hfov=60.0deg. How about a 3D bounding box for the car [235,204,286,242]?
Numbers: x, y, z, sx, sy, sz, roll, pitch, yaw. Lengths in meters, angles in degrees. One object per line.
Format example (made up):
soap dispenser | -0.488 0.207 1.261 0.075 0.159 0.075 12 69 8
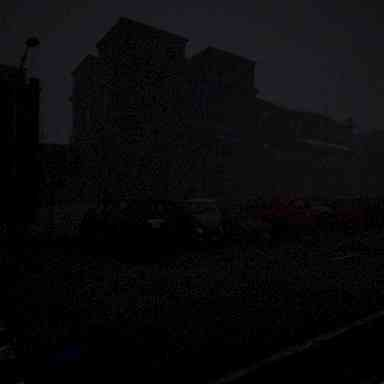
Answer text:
car | 1.950 1.519 16.716 2.163 1.488 4.792 0 0 -35

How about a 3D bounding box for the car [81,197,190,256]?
car | -2.743 1.237 13.510 2.435 2.045 5.566 0 0 -35

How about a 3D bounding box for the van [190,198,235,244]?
van | -0.382 1.264 14.979 1.878 1.987 4.442 0 0 -35

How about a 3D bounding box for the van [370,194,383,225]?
van | 10.873 1.242 23.132 1.878 1.987 4.442 0 0 -35

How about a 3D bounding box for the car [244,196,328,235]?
car | 4.093 1.235 18.281 2.435 2.045 5.566 0 0 -35

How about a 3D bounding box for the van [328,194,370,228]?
van | 8.699 1.251 21.611 1.878 1.987 4.442 0 0 -35

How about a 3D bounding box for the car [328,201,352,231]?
car | 6.491 1.483 19.914 2.231 1.521 4.892 0 0 -35
